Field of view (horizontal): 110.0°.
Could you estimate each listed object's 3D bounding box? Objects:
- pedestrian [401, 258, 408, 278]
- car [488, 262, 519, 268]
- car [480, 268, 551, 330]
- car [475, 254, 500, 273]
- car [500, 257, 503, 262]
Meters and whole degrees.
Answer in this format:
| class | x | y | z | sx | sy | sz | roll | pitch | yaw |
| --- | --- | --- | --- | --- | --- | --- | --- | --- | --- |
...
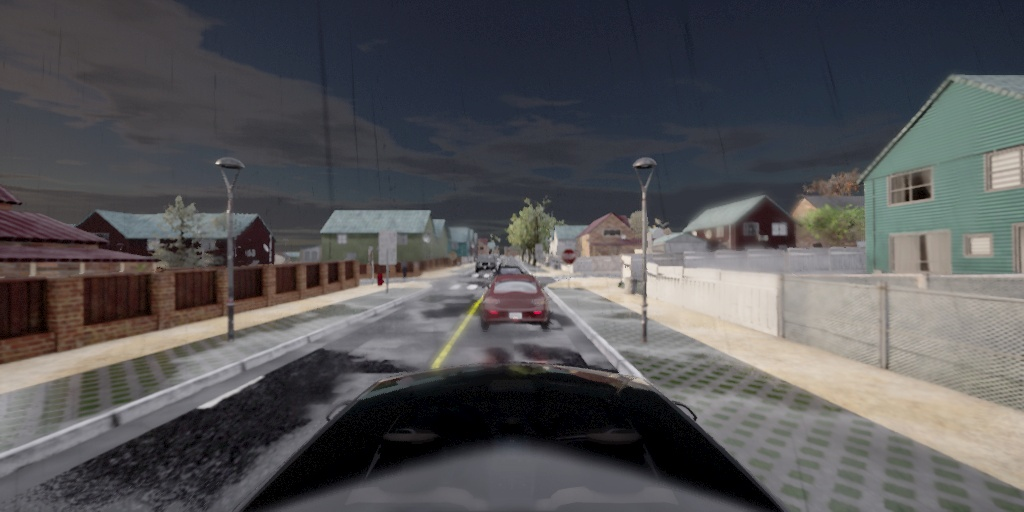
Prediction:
| class | x | y | z | sx | sy | sz | roll | pitch | yaw |
| --- | --- | --- | --- | --- | --- | --- | --- | --- | --- |
| pedestrian | -9.699 | 1.087 | 32.428 | 0.375 | 1.860 | 0.375 | 0 | 1 | 0 |
| car | -0.183 | 1.242 | 20.430 | 1.994 | 1.385 | 4.181 | 0 | 0 | -4 |
| car | 0.091 | 1.242 | 10.798 | 1.812 | 1.442 | 4.674 | 0 | 0 | 0 |
| car | -2.855 | 0.817 | 40.337 | 2.150 | 2.045 | 5.566 | 0 | 0 | 0 |
| car | -2.827 | 0.746 | 55.796 | 2.150 | 2.045 | 5.566 | 0 | 1 | 1 |
